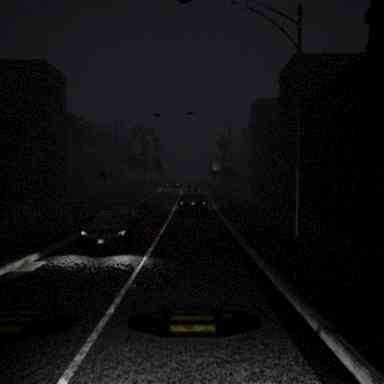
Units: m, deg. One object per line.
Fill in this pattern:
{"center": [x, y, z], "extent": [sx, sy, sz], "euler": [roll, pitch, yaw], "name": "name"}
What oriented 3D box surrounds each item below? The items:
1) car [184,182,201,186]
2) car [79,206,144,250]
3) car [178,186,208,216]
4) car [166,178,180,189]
{"center": [0.061, -0.422, 41.637], "extent": [2.097, 1.767, 4.553], "euler": [0, 4, 0], "name": "car"}
{"center": [-3.114, 1.353, 13.645], "extent": [1.812, 1.442, 4.674], "euler": [0, 2, 0], "name": "car"}
{"center": [0.076, 0.723, 25.164], "extent": [2.097, 1.767, 4.553], "euler": [0, 3, 0], "name": "car"}
{"center": [-3.106, -1.476, 55.747], "extent": [2.097, 1.767, 4.553], "euler": [0, 4, 0], "name": "car"}
